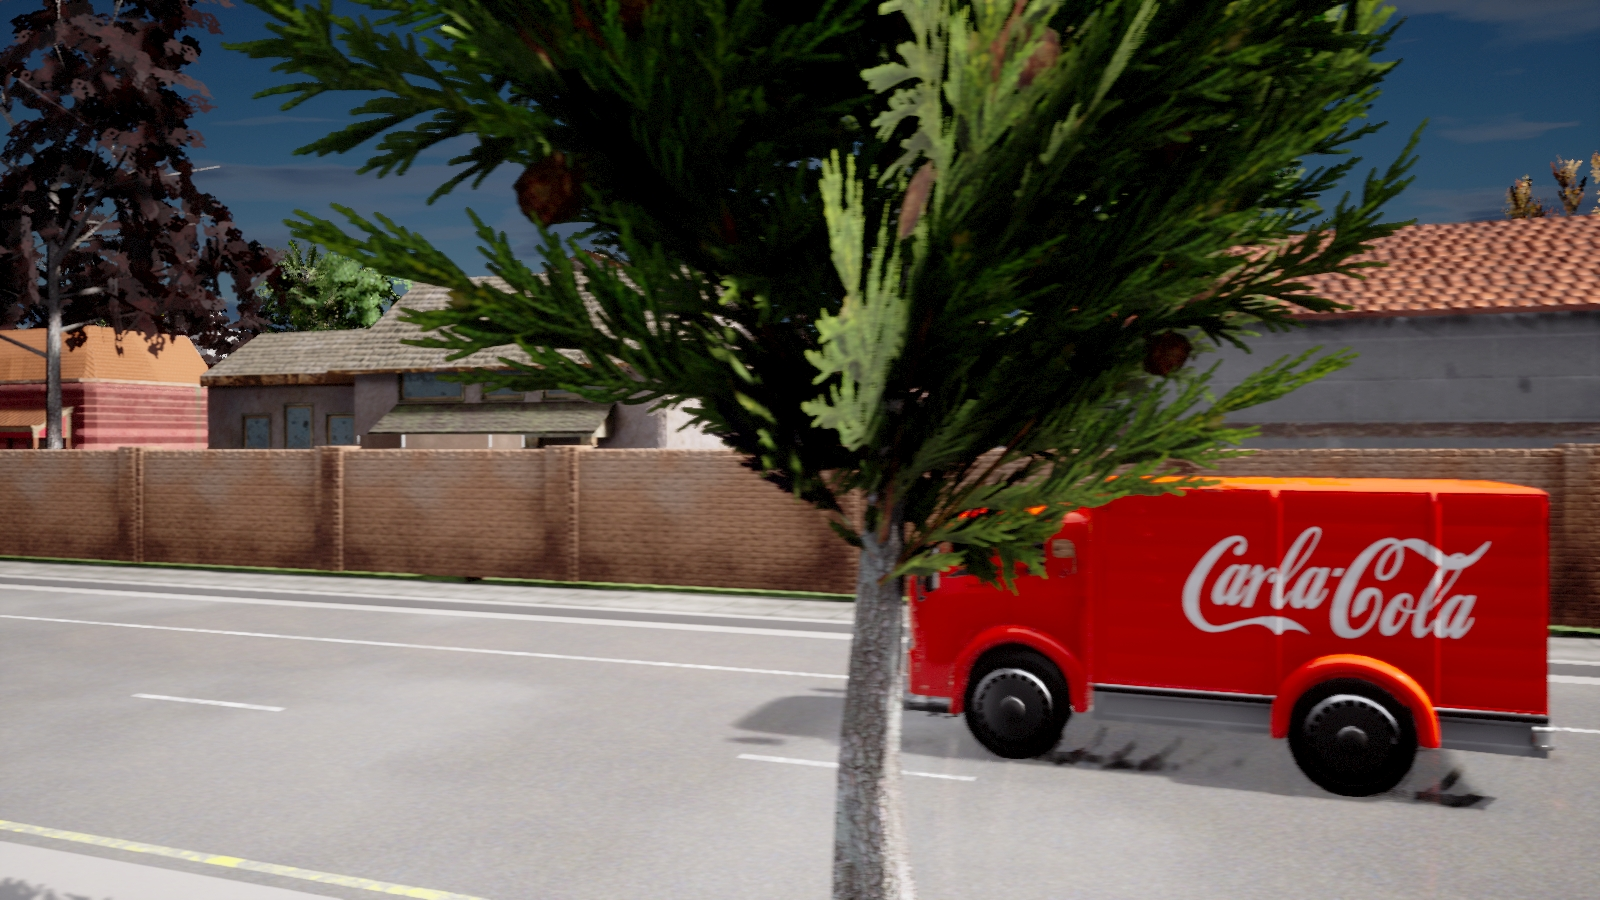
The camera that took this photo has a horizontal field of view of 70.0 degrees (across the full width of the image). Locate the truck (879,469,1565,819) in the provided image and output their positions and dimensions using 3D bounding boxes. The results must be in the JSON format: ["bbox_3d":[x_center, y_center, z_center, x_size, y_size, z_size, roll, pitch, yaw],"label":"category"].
[{"bbox_3d":[3.601,1.454,10.485,5.204,2.467,2.627,0,1,20],"label":"truck"}]
